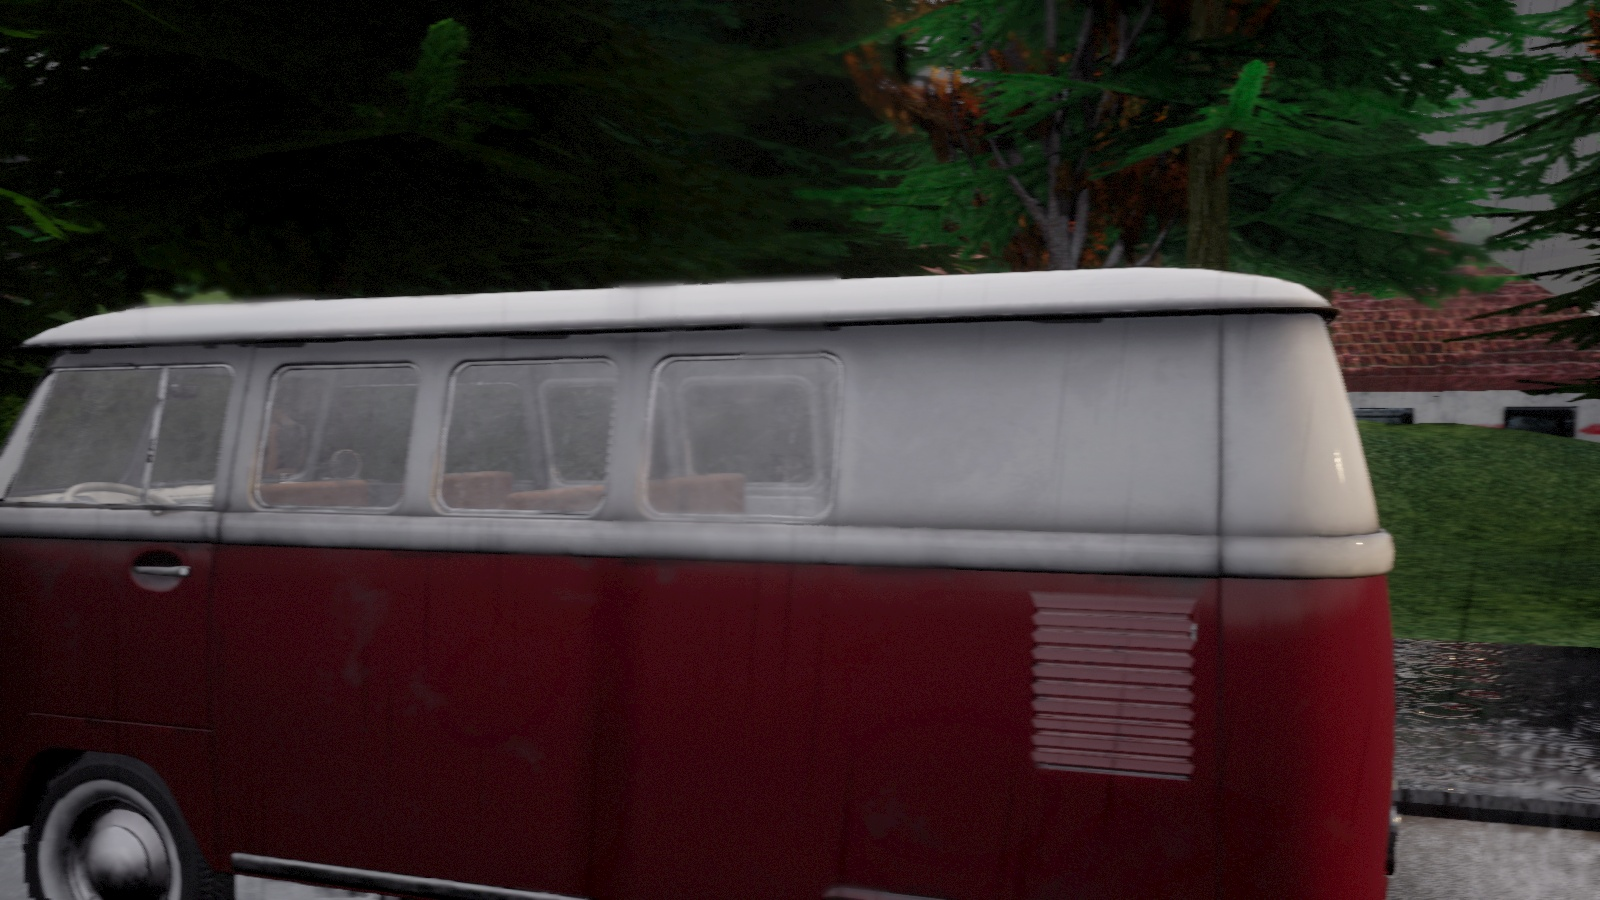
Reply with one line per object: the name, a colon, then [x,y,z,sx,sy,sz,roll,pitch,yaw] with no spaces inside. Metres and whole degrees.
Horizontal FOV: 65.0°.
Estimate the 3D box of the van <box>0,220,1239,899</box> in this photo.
van: [-0.962,0.507,4.041,4.442,1.987,1.775,1,1,19]
